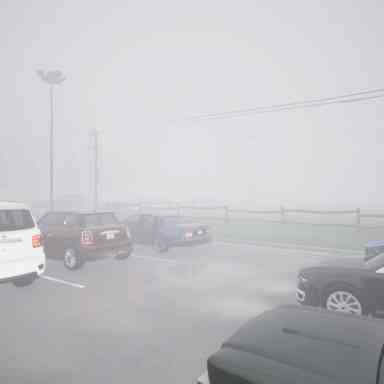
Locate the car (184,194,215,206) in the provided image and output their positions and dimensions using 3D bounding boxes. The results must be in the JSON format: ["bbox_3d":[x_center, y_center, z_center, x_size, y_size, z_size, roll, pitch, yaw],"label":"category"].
[{"bbox_3d":[1.273,1.507,54.263,1.837,1.490,4.892,0,-1,36],"label":"car"}]

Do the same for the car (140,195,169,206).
[{"bbox_3d":[-6.034,1.351,56.126,2.097,1.767,4.553,0,0,36],"label":"car"}]

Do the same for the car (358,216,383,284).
[{"bbox_3d":[6.799,1.478,7.741,5.008,1.535,1.882,0,0,36],"label":"car"}]

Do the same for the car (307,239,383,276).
[{"bbox_3d":[4.193,1.505,5.300,4.892,1.490,1.837,0,0,35],"label":"car"}]

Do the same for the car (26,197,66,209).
[{"bbox_3d":[-20.819,1.491,47.706,2.128,1.511,4.902,0,0,35],"label":"car"}]

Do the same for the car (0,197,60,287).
[{"bbox_3d":[-5.845,1.221,8.109,5.566,2.045,2.150,0,0,36],"label":"car"}]

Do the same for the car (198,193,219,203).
[{"bbox_3d":[3.821,1.352,69.457,2.097,1.767,4.553,0,0,36],"label":"car"}]

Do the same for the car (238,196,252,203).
[{"bbox_3d":[11.155,1.525,67.646,1.812,1.442,4.674,0,0,36],"label":"car"}]

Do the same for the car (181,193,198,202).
[{"bbox_3d":[0.102,1.225,70.300,2.150,2.045,5.566,0,0,36],"label":"car"}]

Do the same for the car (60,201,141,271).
[{"bbox_3d":[-4.176,1.352,11.222,4.553,1.767,2.097,0,0,36],"label":"car"}]

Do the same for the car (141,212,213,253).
[{"bbox_3d":[-1.740,1.547,13.782,5.357,1.411,2.033,0,0,36],"label":"car"}]

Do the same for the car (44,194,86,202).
[{"bbox_3d":[-16.163,1.222,42.175,2.150,2.045,5.566,0,0,35],"label":"car"}]

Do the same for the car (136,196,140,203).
[{"bbox_3d":[-8.860,1.507,58.183,1.837,1.490,4.892,0,-1,36],"label":"car"}]

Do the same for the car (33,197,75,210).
[{"bbox_3d":[-18.536,1.505,44.875,1.837,1.490,4.892,0,0,35],"label":"car"}]

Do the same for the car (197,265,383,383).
[{"bbox_3d":[2.378,1.601,2.295,4.718,1.301,1.895,0,0,36],"label":"car"}]

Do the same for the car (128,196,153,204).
[{"bbox_3d":[-9.683,1.507,62.953,1.837,1.490,4.892,0,-1,36],"label":"car"}]

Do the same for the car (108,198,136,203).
[{"bbox_3d":[-9.379,1.601,39.655,1.895,1.301,4.718,0,0,36],"label":"car"}]
